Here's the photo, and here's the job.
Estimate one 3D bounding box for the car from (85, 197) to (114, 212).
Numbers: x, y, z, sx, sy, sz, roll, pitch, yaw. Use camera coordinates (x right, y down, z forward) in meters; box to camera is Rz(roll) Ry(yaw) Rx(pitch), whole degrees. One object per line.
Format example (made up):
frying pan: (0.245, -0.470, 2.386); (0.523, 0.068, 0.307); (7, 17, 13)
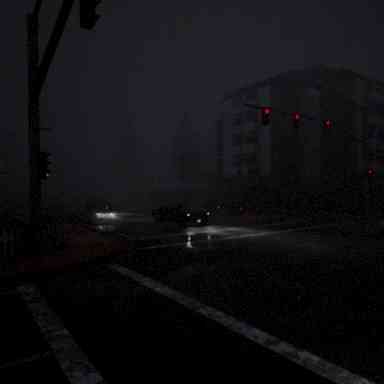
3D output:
car: (-9.918, 1.309, 35.453); (2.128, 1.511, 4.902); (-1, 1, -34)

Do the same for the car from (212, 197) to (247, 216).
car: (2.679, 1.216, 29.348); (1.882, 1.535, 5.008); (0, 0, -32)

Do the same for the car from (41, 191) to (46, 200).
car: (-39.094, 0.892, 84.871); (2.150, 2.045, 5.566); (-1, 1, -41)

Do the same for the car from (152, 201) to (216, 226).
car: (-0.805, 1.427, 21.912); (1.895, 1.301, 4.718); (-1, 1, -34)
